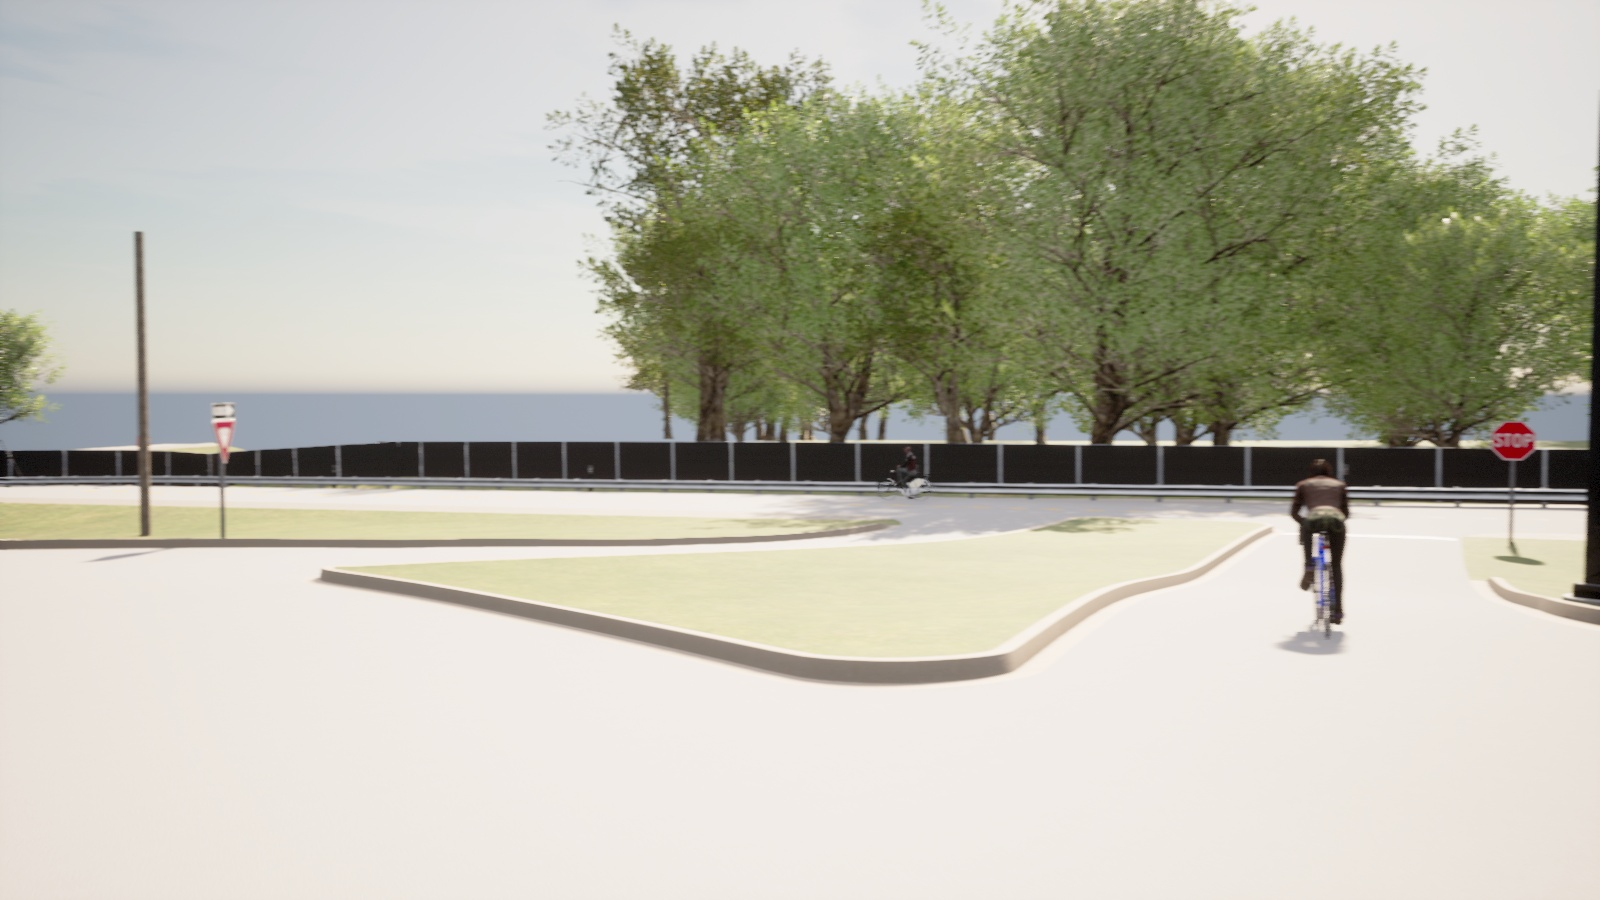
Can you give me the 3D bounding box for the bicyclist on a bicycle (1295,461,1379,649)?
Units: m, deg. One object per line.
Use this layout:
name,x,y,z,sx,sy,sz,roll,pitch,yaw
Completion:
bicyclist on a bicycle,4.978,0.917,11.703,0.582,1.620,1.656,0,-1,18

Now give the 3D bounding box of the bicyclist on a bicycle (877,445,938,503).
bicyclist on a bicycle,3.441,0.756,40.262,1.843,1.776,0.659,1,3,28
